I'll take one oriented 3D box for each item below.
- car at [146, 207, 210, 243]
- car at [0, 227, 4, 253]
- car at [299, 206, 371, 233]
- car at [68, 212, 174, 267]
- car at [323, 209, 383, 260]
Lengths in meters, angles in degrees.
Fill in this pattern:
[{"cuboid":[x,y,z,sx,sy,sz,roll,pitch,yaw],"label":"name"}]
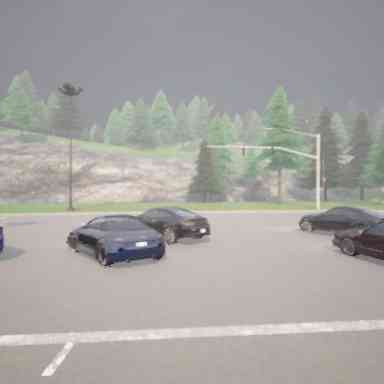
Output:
[{"cuboid":[-1.299,1.389,15.005,4.674,1.442,1.812,0,0,41],"label":"car"},{"cuboid":[-8.261,1.379,10.860,5.008,1.535,1.882,0,-1,30],"label":"car"},{"cuboid":[7.397,1.380,16.036,1.812,1.442,4.674,0,0,-31],"label":"car"},{"cuboid":[-2.663,1.462,11.235,1.994,1.385,4.181,0,0,-37],"label":"car"},{"cuboid":[6.372,1.460,9.578,2.033,1.411,5.357,0,1,-12],"label":"car"}]
